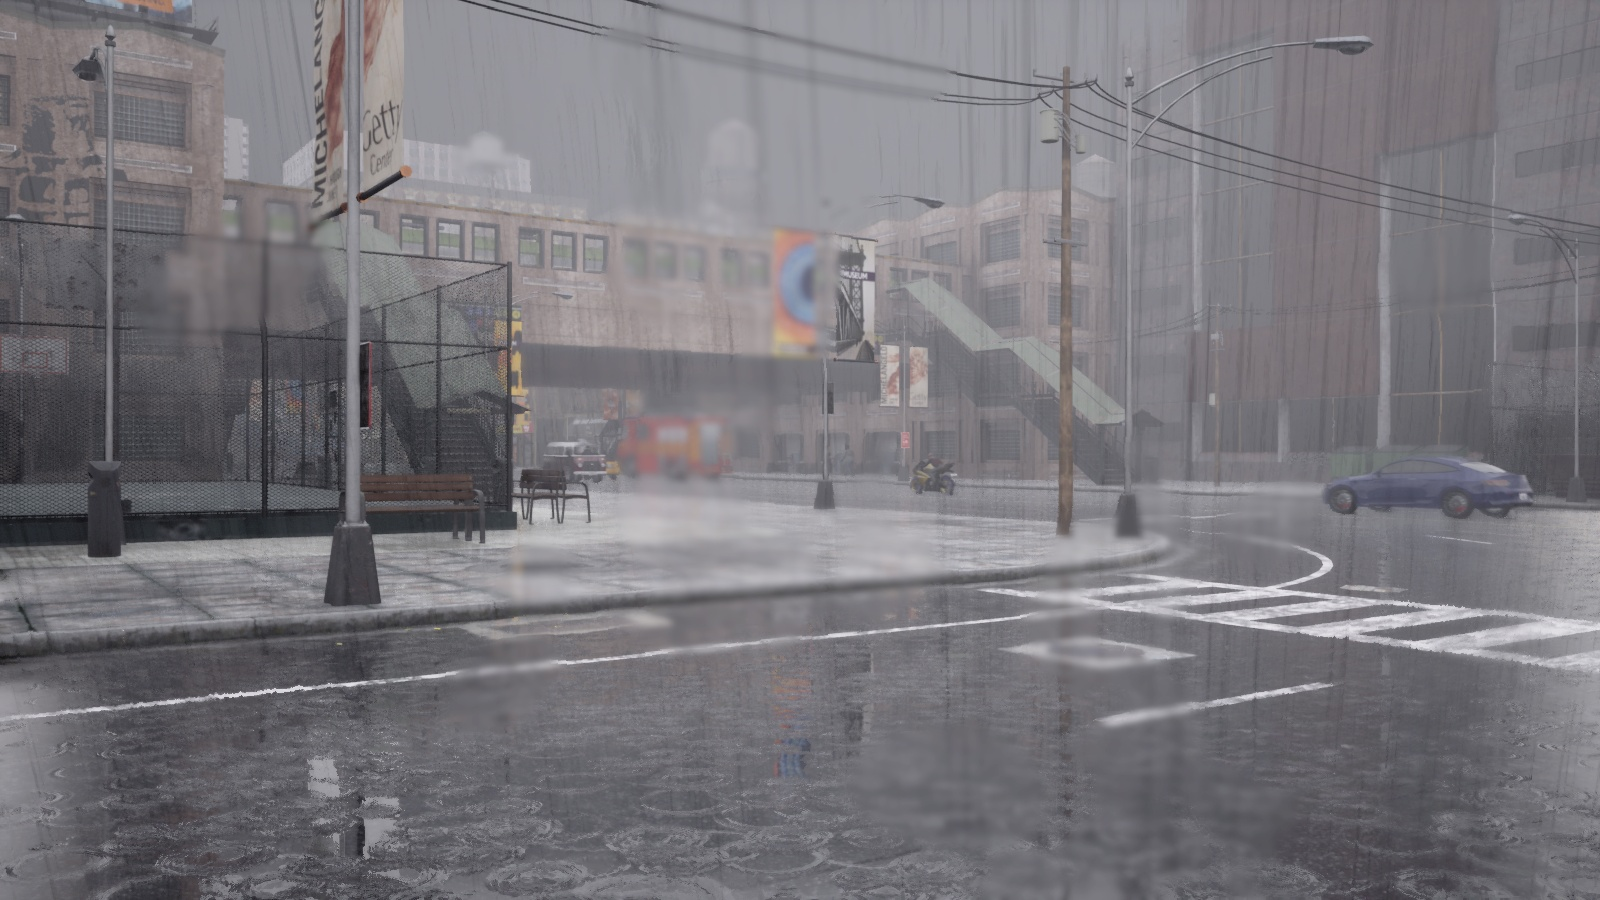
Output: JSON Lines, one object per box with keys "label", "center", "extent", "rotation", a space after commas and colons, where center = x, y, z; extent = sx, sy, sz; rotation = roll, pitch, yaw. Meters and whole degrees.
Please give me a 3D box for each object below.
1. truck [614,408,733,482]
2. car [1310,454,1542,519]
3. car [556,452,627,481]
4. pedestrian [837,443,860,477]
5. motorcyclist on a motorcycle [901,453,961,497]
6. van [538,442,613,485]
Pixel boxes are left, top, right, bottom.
{"label": "truck", "center": [-7.066, -0.236, 68.940], "extent": [2.891, 3.827, 8.468], "rotation": [0, 0, -33]}
{"label": "car", "center": [14.856, 0.813, 30.071], "extent": [1.812, 1.442, 4.674], "rotation": [0, 0, -34]}
{"label": "car", "center": [-11.584, 0.878, 69.409], "extent": [1.801, 1.575, 5.366], "rotation": [0, 0, -34]}
{"label": "pedestrian", "center": [2.704, 0.566, 69.766], "extent": [0.874, 1.855, 0.900], "rotation": [0, 0, -41]}
{"label": "motorcyclist on a motorcycle", "center": [4.708, 0.880, 45.195], "extent": [0.866, 1.530, 2.191], "rotation": [0, 0, -38]}
{"label": "van", "center": [-11.230, 0.645, 62.544], "extent": [2.069, 2.038, 4.480], "rotation": [0, 0, -33]}
